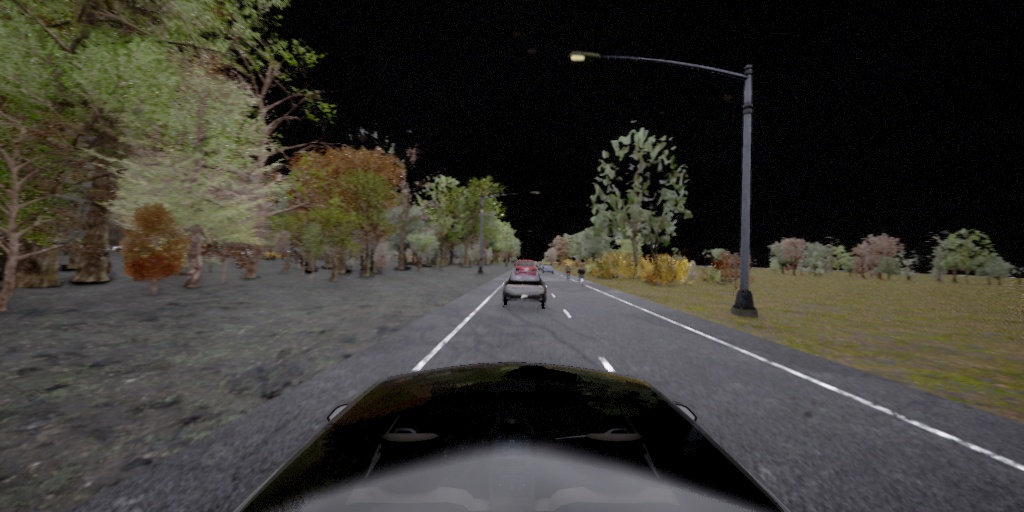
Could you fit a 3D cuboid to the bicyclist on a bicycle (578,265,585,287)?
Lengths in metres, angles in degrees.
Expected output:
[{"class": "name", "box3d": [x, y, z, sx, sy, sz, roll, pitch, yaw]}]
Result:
[{"class": "bicyclist on a bicycle", "box3d": [5.425, 1.591, 28.170, 0.659, 1.776, 1.843, 1, 0, 2]}]

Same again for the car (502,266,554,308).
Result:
[{"class": "car", "box3d": [0.586, 1.441, 16.647, 2.128, 1.511, 4.902, 1, -1, 2]}]

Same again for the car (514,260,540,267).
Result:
[{"class": "car", "box3d": [1.364, 1.429, 35.712, 2.150, 2.045, 5.566, 1, -1, 2]}]

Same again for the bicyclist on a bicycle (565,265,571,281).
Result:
[{"class": "bicyclist on a bicycle", "box3d": [5.778, 1.792, 36.967, 0.582, 1.620, 1.656, 1, -1, 2]}]

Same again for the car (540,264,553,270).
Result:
[{"class": "car", "box3d": [5.784, 2.157, 58.622, 2.033, 1.411, 5.357, 1, -1, 2]}]
